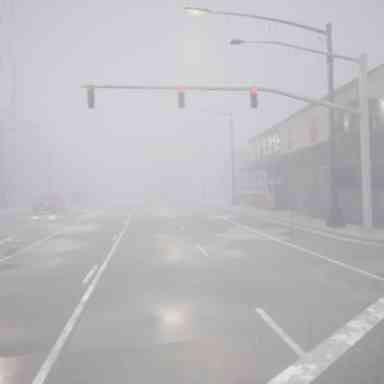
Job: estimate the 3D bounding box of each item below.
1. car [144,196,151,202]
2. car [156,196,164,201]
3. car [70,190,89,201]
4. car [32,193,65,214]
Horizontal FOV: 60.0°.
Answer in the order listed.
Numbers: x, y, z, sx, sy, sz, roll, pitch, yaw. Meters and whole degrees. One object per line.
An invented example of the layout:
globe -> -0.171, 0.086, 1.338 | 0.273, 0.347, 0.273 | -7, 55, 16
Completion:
car -> -12.036, 1.881, 89.808 | 1.994, 1.385, 4.181 | -2, -1, -8
car -> -8.489, 1.727, 89.679 | 2.033, 1.411, 5.357 | -2, -1, -8
car -> -17.455, 0.757, 51.845 | 2.150, 2.045, 5.566 | -2, 0, -8
car -> -15.350, 1.174, 35.964 | 2.150, 2.045, 5.566 | -2, 2, -8
